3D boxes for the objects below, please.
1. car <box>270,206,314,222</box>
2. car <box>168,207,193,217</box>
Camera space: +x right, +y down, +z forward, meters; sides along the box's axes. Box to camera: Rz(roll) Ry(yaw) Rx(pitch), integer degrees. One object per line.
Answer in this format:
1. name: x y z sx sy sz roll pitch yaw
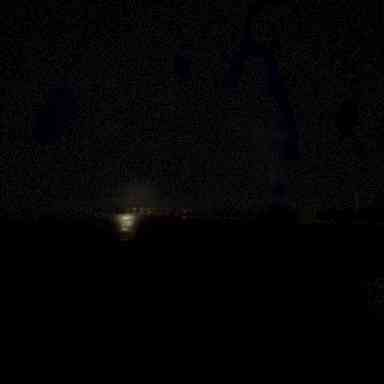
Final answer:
1. car: 10.410 2.289 34.970 1.837 1.490 4.892 1 -3 -35
2. car: -1.827 3.044 52.185 1.882 1.535 5.008 1 -3 -35
